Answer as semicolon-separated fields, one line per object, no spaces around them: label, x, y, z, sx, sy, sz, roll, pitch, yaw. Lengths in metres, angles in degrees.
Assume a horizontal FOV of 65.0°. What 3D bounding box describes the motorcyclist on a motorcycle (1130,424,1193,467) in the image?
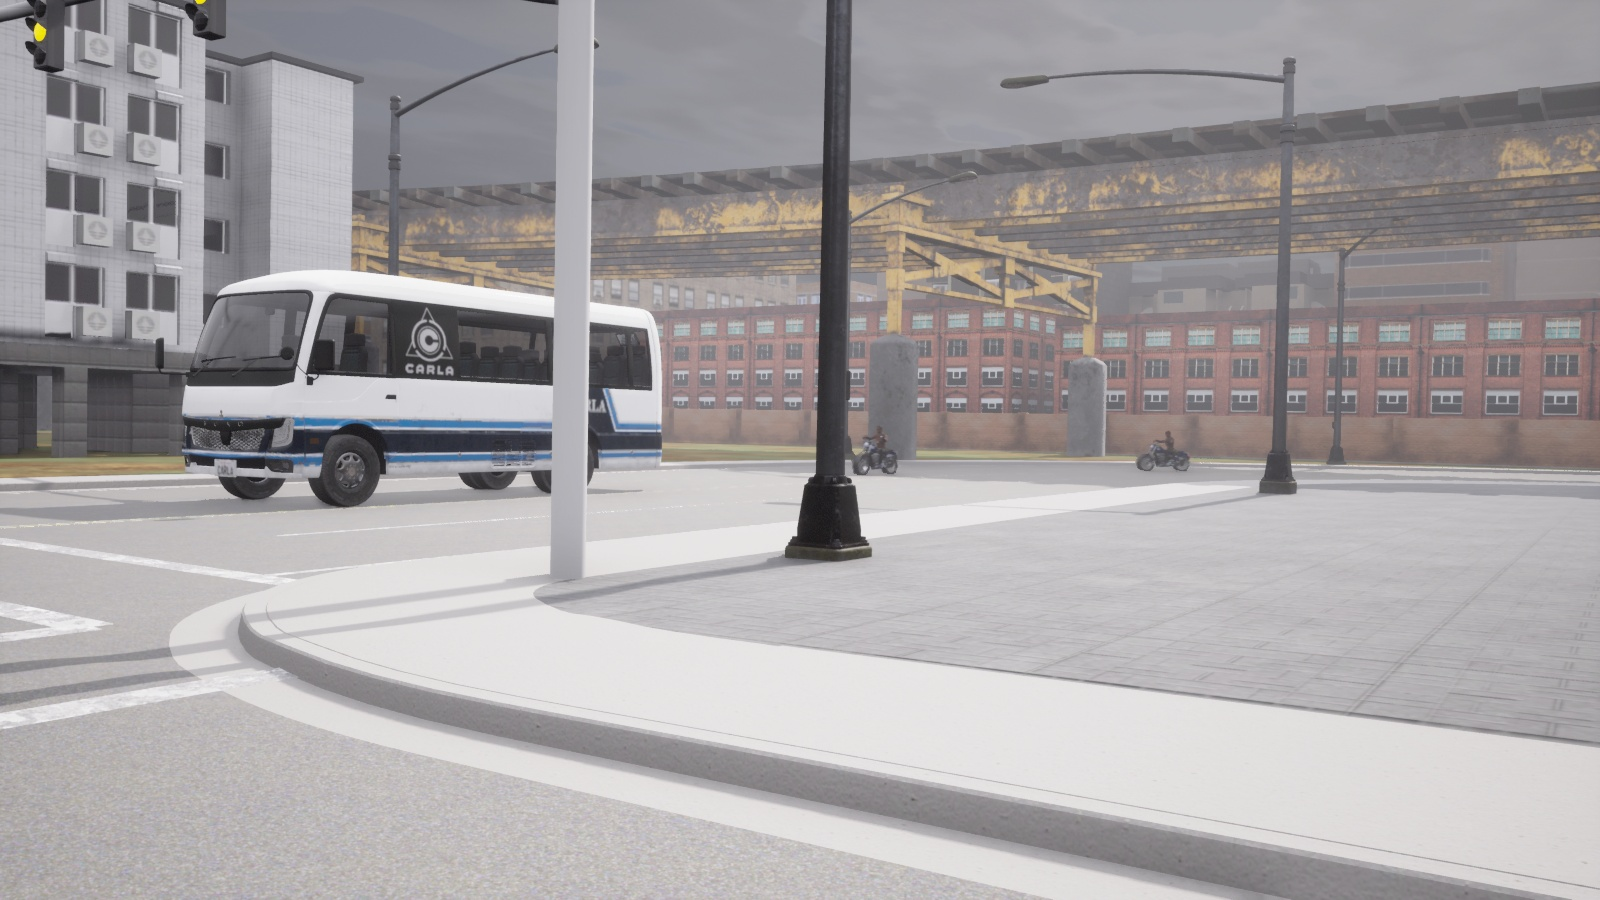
motorcyclist on a motorcycle;14.119;-0.205;49.062;2.350;1.649;0.766;-1;2;-18

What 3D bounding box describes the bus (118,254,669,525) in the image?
bus;-7.391;-1.054;25.062;3.944;4.253;10.273;1;1;33

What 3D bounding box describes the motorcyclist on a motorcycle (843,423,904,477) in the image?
motorcyclist on a motorcycle;2.358;-0.029;40.073;0.766;1.649;2.350;1;2;37
